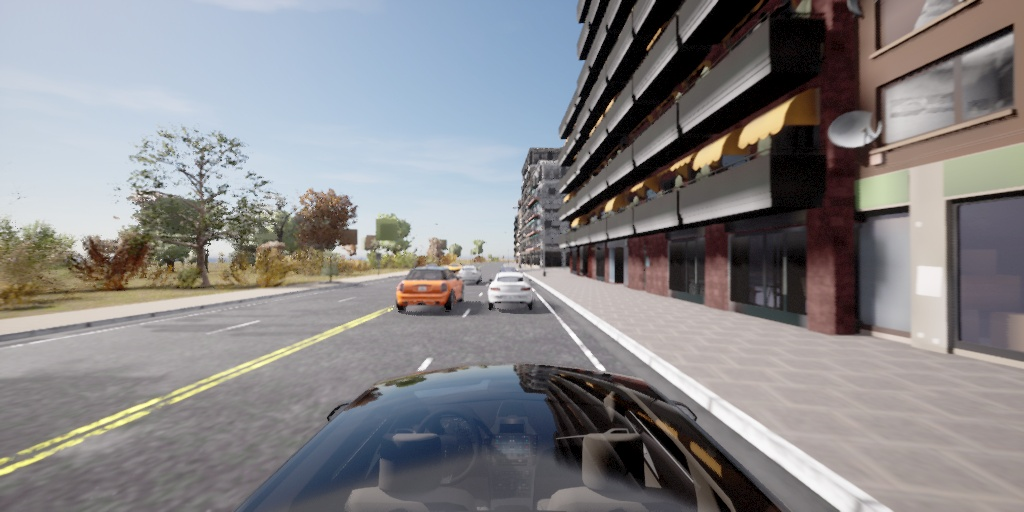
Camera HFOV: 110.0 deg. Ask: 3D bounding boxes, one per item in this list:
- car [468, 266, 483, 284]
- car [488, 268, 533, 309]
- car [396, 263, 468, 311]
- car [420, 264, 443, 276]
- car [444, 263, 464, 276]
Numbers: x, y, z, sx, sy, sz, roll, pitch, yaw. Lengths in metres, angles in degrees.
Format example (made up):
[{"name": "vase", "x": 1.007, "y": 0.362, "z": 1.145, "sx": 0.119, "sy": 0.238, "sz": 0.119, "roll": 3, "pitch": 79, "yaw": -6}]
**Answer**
[{"name": "car", "x": -3.623, "y": 1.593, "z": 30.847, "sx": 1.812, "sy": 1.442, "sz": 4.674, "roll": 0, "pitch": 0, "yaw": -1}, {"name": "car", "x": -0.069, "y": 1.427, "z": 15.860, "sx": 1.812, "sy": 1.442, "sz": 4.674, "roll": 0, "pitch": 0, "yaw": 0}, {"name": "car", "x": -3.316, "y": 1.247, "z": 15.346, "sx": 2.097, "sy": 1.767, "sz": 4.553, "roll": 0, "pitch": -1, "yaw": 0}, {"name": "car", "x": -10.772, "y": 1.812, "z": 48.268, "sx": 2.033, "sy": 1.411, "sz": 5.357, "roll": 0, "pitch": -1, "yaw": -2}, {"name": "car", "x": -7.476, "y": 1.724, "z": 46.707, "sx": 1.882, "sy": 1.535, "sz": 5.008, "roll": 0, "pitch": -1, "yaw": -2}]
